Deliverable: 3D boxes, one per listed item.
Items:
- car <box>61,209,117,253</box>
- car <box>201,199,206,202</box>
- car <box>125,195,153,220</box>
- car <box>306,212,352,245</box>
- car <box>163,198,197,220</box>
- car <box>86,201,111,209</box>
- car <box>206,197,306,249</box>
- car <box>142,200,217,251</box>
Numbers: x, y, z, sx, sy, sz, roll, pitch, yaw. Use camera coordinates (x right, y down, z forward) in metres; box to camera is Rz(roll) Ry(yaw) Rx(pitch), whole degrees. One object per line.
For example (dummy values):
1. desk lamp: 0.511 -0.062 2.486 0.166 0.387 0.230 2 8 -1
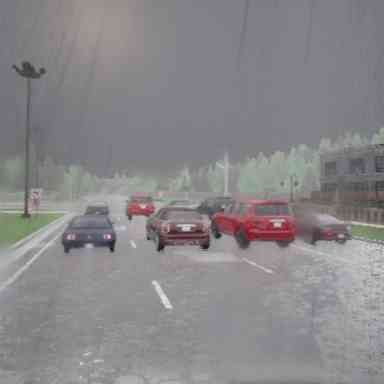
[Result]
1. car: -4.156 1.606 13.801 1.895 1.301 4.718 1 0 -15
2. car: 2.184 1.443 30.906 2.150 2.045 5.566 1 0 -15
3. car: -4.580 1.305 29.109 2.150 2.045 5.566 1 0 -15
4. car: 5.926 1.738 16.759 1.812 1.442 4.674 1 0 -15
5. car: -1.215 1.508 30.069 2.097 1.767 4.553 1 -1 -15
6. car: -8.081 1.498 28.665 1.882 1.535 5.008 1 0 -15
7. car: 2.636 1.359 15.517 2.150 2.045 5.566 1 0 -15
8. car: -0.761 1.424 14.673 2.097 1.767 4.553 1 -1 -15
